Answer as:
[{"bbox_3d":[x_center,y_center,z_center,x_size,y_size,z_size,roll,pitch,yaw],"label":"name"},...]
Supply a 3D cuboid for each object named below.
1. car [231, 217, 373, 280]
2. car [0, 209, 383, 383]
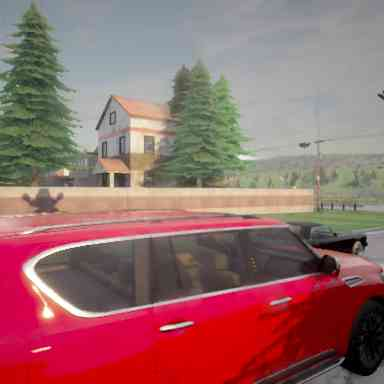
[{"bbox_3d":[3.652,1.601,10.667,4.718,1.301,1.895,0,0,-36],"label":"car"},{"bbox_3d":[0.144,1.224,3.889,5.566,2.045,2.150,0,0,-35],"label":"car"}]
